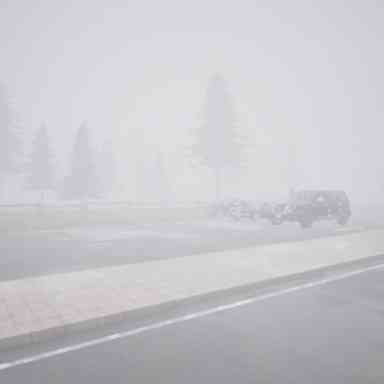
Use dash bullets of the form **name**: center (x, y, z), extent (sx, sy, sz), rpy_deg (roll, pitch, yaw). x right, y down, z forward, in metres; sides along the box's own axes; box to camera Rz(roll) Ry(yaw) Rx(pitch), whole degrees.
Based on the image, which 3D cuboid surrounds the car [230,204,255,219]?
- **car**: center (4.560, 1.209, 21.255), extent (4.718, 1.301, 1.895), rpy_deg (0, 0, -36)

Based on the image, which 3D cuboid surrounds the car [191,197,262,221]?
- **car**: center (2.550, 1.139, 24.121), extent (4.902, 1.511, 2.128), rpy_deg (0, 0, -36)

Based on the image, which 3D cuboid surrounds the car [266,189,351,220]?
- **car**: center (6.593, 0.840, 18.406), extent (5.566, 2.045, 2.150), rpy_deg (0, 0, -36)
